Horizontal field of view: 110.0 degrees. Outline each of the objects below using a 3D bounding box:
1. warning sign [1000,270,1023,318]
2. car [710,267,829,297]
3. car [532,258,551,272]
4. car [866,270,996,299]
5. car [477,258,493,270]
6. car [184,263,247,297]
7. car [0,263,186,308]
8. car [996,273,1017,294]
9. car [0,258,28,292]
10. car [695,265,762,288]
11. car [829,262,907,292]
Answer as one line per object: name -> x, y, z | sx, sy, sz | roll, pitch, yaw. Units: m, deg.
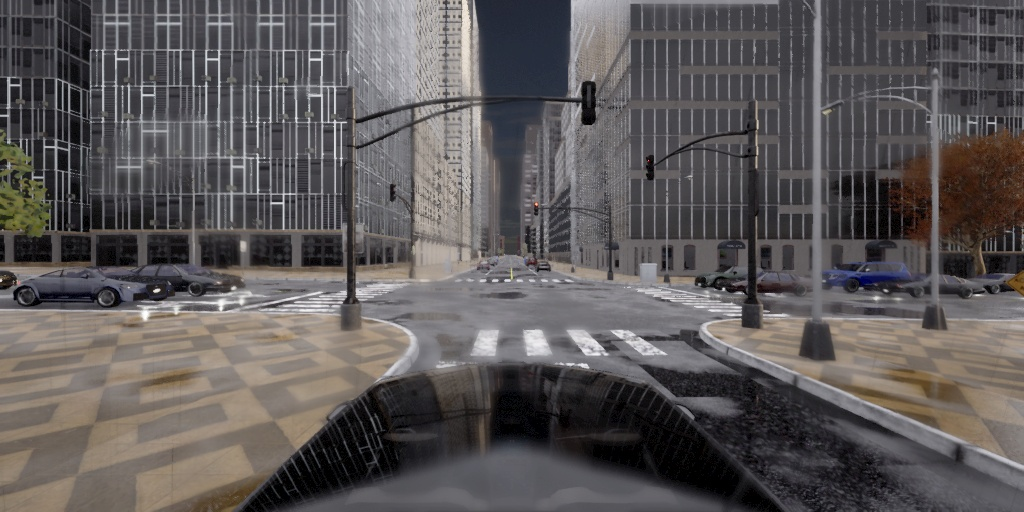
warning sign -> 17.274, 1.204, 11.872 | 1.060, 1.860, 1.300 | 0, 0, -3
car -> 15.128, 1.595, 21.230 | 5.357, 1.411, 2.033 | 1, 0, -3
car -> 3.924, 1.329, 45.673 | 1.948, 1.339, 4.313 | 0, 0, 0
car -> 25.187, 1.775, 21.699 | 5.357, 1.411, 2.033 | 1, 0, -3
car -> -4.030, 1.342, 51.165 | 1.802, 1.307, 4.207 | 0, 0, 0
car -> -15.353, 1.040, 16.397 | 5.357, 1.411, 2.033 | 1, 0, 0
car -> -15.079, 1.063, 13.122 | 4.181, 1.385, 1.994 | 1, 0, -3
car -> 34.567, 1.942, 25.384 | 5.357, 1.411, 2.033 | 1, 0, -3
car -> -25.275, 0.816, 15.905 | 4.892, 1.490, 1.837 | 1, 0, -3
car -> 14.996, 1.396, 24.479 | 4.553, 1.767, 2.097 | 1, 0, -3
car -> 24.339, 1.433, 24.911 | 5.566, 2.045, 2.150 | 1, 0, -3
